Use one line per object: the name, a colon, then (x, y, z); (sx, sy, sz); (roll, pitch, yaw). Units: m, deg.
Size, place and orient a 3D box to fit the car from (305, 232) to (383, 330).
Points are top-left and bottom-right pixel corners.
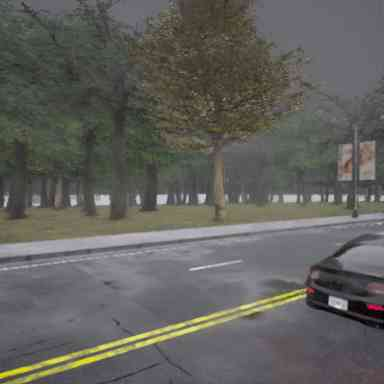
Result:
car: (4.072, 1.498, 6.347); (4.674, 1.442, 1.812); (0, 0, -36)
